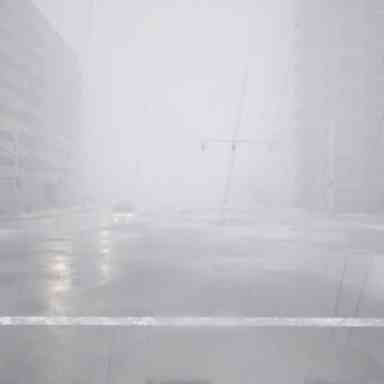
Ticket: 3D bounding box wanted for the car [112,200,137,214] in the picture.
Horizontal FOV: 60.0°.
[{"bbox_3d":[-7.080,1.557,35.349,1.994,1.385,4.181,0,1,0],"label":"car"}]
